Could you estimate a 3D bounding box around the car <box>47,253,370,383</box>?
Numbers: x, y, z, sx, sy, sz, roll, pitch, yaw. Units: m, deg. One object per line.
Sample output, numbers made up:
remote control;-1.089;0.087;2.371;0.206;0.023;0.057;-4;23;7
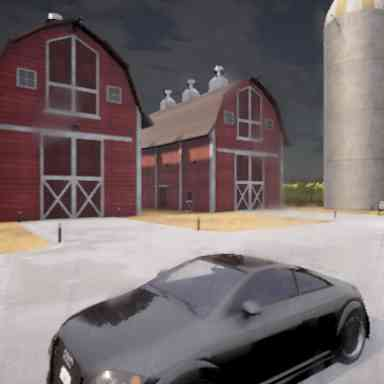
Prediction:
car;0.431;1.561;4.292;4.181;1.385;1.994;0;0;-35
